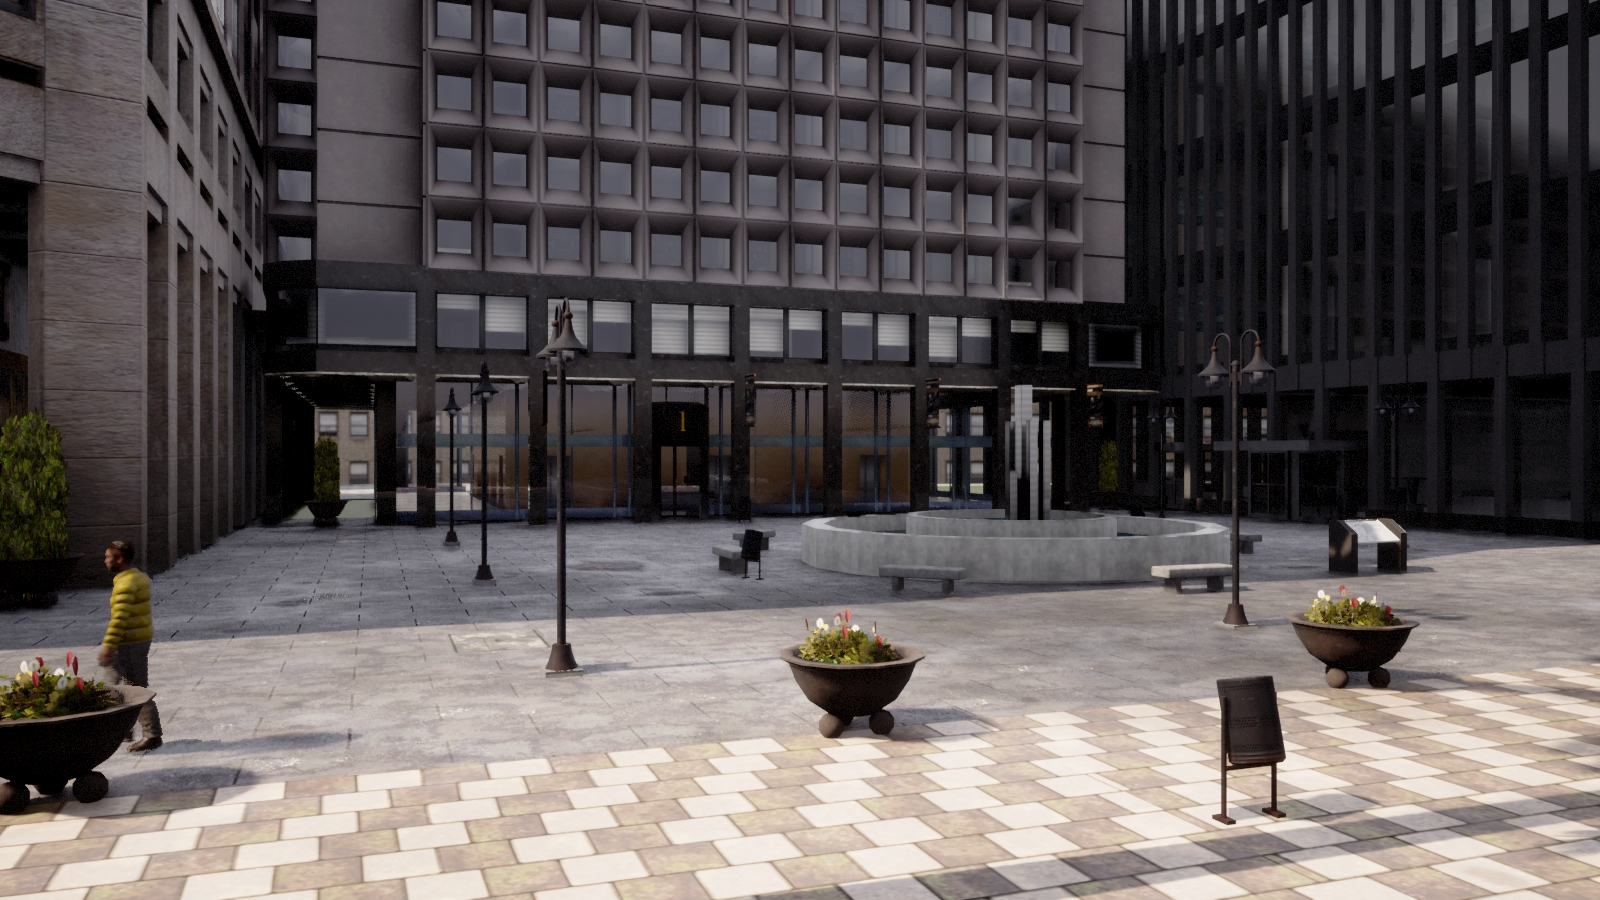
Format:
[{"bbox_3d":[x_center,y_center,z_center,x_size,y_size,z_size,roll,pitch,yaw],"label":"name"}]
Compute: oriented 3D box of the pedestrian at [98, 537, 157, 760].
[{"bbox_3d":[-5.844,1.701,9.936,0.375,1.860,0.375,0,0,-20],"label":"pedestrian"}]
